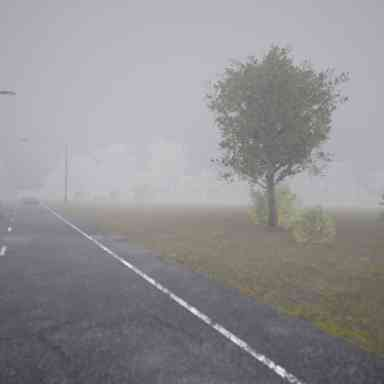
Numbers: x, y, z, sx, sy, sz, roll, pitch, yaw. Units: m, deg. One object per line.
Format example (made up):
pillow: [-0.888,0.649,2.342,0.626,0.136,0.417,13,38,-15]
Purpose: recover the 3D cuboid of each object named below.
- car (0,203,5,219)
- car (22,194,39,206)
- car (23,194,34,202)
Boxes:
car: [-15.941,1.366,26.261,2.033,1.411,5.357,1,0,-27]
car: [-24.003,1.294,49.718,1.994,1.385,4.181,1,0,-27]
car: [-32.304,1.163,65.736,1.812,1.442,4.674,1,0,-27]
